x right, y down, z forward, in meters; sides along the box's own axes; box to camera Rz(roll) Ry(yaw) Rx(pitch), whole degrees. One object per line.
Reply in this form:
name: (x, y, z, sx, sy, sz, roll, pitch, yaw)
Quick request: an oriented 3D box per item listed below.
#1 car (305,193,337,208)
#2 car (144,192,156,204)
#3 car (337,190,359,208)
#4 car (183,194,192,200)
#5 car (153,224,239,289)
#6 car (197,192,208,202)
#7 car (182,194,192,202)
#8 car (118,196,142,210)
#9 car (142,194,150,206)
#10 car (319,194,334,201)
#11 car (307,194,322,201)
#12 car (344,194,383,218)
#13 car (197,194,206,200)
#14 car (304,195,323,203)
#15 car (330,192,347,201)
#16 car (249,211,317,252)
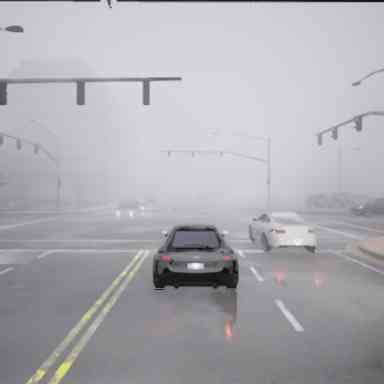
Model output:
car: (16.631, 1.058, 43.463, 1.932, 1.855, 4.605, 0, 0, 0)
car: (-8.071, 1.086, 62.140, 2.150, 2.045, 5.566, 0, 0, 0)
car: (19.525, 1.061, 43.418, 1.905, 1.878, 3.866, 0, 0, 0)
car: (-1.181, 1.172, 82.108, 2.128, 1.511, 4.902, 0, 0, 0)
car: (0.081, 1.544, 9.095, 1.994, 1.385, 4.181, 0, 0, 0)
car: (2.380, 1.064, 73.063, 2.150, 2.045, 5.566, 0, 0, 0)
car: (-1.119, 1.434, 73.038, 1.895, 1.301, 4.718, 0, 0, 0)
car: (-8.008, 1.386, 42.207, 1.882, 1.535, 5.008, 0, 0, 0)
car: (-8.060, 1.414, 51.488, 1.812, 1.442, 4.674, 0, 0, 0)
car: (30.788, 1.197, 76.024, 1.784, 1.438, 3.905, 0, 0, 0)
car: (27.893, 1.229, 76.015, 1.970, 1.475, 3.806, 0, 0, 0)
car: (16.344, 1.288, 29.235, 4.553, 1.767, 2.097, 0, 0, 1)
car: (2.319, 1.199, 82.132, 1.994, 1.385, 4.181, 0, 0, 0)
car: (22.174, 1.262, 60.895, 1.970, 1.475, 3.806, 0, 0, 0)
car: (33.471, 0.986, 76.083, 1.932, 1.855, 4.605, 0, 0, 0)
car: (3.552, 1.495, 13.589, 1.812, 1.442, 4.674, 0, 0, -1)
